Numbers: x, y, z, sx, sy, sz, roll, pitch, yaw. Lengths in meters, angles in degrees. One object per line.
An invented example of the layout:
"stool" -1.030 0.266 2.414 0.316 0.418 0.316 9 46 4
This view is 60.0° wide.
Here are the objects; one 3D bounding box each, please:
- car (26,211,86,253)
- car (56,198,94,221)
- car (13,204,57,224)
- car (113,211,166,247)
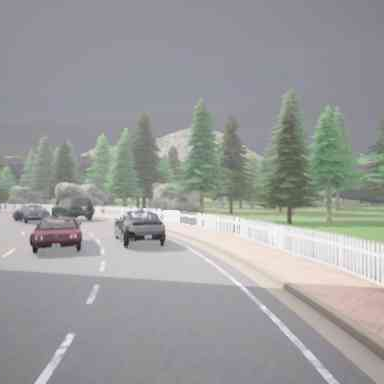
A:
"car" -5.839 1.752 14.619 1.895 1.301 4.718 0 -1 -19
"car" -10.900 1.526 30.309 2.150 2.045 5.566 0 -1 -41
"car" -13.536 1.840 28.005 2.033 1.411 5.357 0 -1 -40
"car" -2.604 1.650 15.942 2.128 1.511 4.902 0 0 -20
